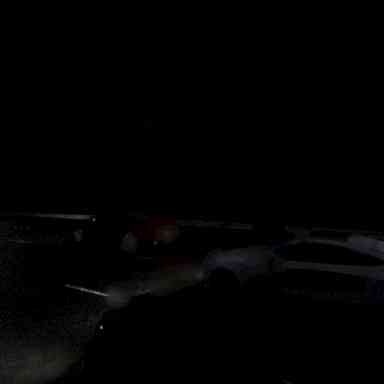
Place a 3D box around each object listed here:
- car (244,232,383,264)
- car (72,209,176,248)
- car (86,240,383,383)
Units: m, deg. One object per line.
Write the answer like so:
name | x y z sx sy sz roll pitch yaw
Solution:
car | 2.411 1.517 6.460 4.674 1.442 1.812 0 0 35
car | -3.019 1.470 14.258 5.008 1.535 1.882 0 0 33
car | 1.004 1.521 3.180 4.674 1.442 1.812 0 0 35
